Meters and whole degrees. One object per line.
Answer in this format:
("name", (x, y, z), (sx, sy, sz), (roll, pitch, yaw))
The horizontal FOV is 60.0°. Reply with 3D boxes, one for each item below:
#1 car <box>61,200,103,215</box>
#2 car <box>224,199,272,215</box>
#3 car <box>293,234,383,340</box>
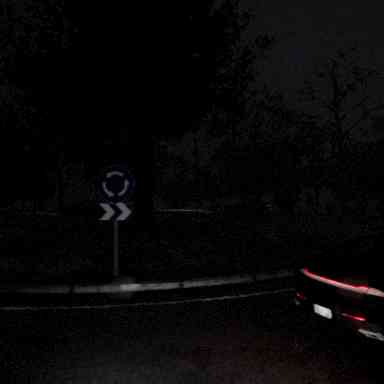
("car", (-10.686, 1.540, 34.359), (5.357, 1.411, 2.033), (0, 0, -25))
("car", (5.516, 1.482, 33.334), (4.902, 1.511, 2.128), (0, 0, 36))
("car", (4.054, 1.490, 5.795), (4.902, 1.511, 2.128), (0, 0, -25))
